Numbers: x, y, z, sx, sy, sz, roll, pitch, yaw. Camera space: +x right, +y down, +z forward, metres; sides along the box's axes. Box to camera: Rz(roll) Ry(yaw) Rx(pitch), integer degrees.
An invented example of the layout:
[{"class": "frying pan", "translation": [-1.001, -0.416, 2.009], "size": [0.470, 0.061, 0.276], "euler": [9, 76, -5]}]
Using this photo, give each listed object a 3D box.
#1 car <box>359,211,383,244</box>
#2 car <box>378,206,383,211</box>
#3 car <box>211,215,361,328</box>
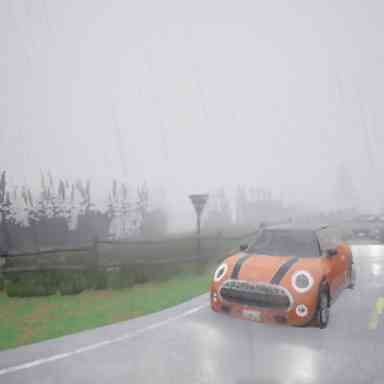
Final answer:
[{"class": "car", "translation": [9.462, 1.936, 18.092], "size": [1.994, 1.385, 4.181], "euler": [-3, -2, 34]}, {"class": "car", "translation": [21.723, 2.204, 36.790], "size": [1.812, 1.442, 4.674], "euler": [-3, -2, 32]}, {"class": "car", "translation": [2.280, 1.560, 7.618], "size": [2.097, 1.767, 4.553], "euler": [-3, -2, 34]}]
